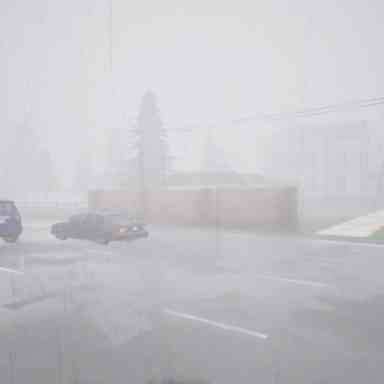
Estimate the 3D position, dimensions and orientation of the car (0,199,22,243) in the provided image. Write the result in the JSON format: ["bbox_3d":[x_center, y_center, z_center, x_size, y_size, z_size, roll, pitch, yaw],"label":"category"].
[{"bbox_3d":[-10.171,1.354,15.550,5.566,2.045,2.150,-1,0,36],"label":"car"}]

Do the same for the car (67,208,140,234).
[{"bbox_3d":[-5.622,1.728,20.903,4.718,1.301,1.895,-1,0,36],"label":"car"}]

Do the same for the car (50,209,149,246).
[{"bbox_3d":[-4.496,1.645,15.799,5.357,1.411,2.033,0,0,36],"label":"car"}]
